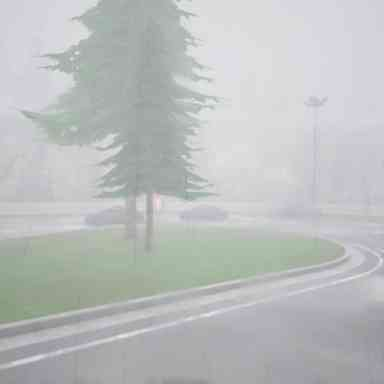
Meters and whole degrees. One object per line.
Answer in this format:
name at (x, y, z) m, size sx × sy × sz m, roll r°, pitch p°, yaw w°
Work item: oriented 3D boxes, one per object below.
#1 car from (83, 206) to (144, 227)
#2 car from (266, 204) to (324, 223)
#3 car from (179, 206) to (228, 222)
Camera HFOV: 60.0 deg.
car at (-5.483, 1.676, 23.479) m, size 4.181 × 1.385 × 1.994 m, roll 1°, pitch -1°, yaw -27°
car at (8.849, 1.795, 28.981) m, size 4.902 × 1.511 × 2.128 m, roll 0°, pitch -1°, yaw 36°
car at (0.979, 1.779, 28.313) m, size 4.181 × 1.385 × 1.994 m, roll 1°, pitch -1°, yaw 9°
